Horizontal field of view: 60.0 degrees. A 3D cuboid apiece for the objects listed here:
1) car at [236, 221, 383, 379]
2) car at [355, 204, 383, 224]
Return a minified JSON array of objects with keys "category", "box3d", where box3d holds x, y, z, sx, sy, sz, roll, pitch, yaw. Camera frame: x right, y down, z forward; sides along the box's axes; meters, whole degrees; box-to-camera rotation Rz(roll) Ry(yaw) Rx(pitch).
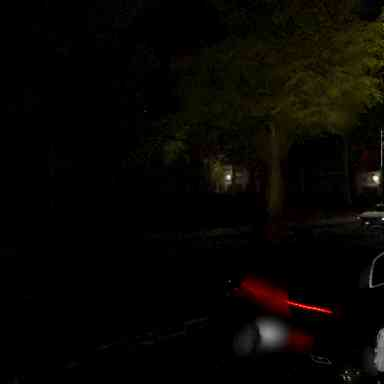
[{"category":"car","box3d":[2.910,1.486,5.515,4.892,1.490,1.837,0,0,-35]},{"category":"car","box3d":[11.745,1.465,20.046,4.674,1.442,1.812,0,0,-35]}]
